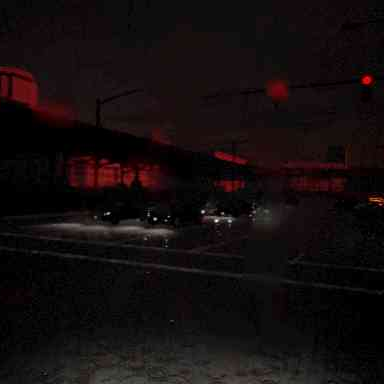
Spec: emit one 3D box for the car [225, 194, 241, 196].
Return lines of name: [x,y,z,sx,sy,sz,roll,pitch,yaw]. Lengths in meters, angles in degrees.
car: [4.445,1.055,37.788,2.097,1.767,4.553,2,1,30]

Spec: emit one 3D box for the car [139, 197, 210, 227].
car: [-0.927,1.313,21.265,1.837,1.490,4.892,2,1,30]

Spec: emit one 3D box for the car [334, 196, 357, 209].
car: [20.407,1.260,44.453,2.097,1.767,4.553,2,1,30]

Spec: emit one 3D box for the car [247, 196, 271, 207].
car: [9.377,1.245,46.435,1.895,1.301,4.718,2,1,30]

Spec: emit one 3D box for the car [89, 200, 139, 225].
car: [-4.605,1.238,21.878,1.812,1.442,4.674,2,1,30]

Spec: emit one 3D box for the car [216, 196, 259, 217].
car: [3.882,1.367,29.737,2.033,1.411,5.357,2,1,30]

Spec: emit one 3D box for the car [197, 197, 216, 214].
car: [-0.082,1.215,29.838,2.128,1.511,4.902,2,1,30]

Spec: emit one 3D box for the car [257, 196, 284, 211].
car: [8.700,1.314,38.205,1.812,1.442,4.674,2,1,30]

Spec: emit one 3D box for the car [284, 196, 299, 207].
car: [13.619,1.271,46.782,2.033,1.411,5.357,2,1,30]

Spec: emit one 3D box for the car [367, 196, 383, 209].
car: [24.714,1.591,44.762,1.895,1.301,4.718,2,1,30]
